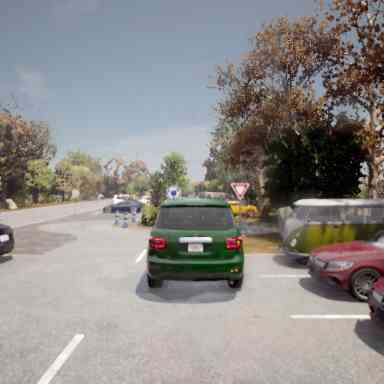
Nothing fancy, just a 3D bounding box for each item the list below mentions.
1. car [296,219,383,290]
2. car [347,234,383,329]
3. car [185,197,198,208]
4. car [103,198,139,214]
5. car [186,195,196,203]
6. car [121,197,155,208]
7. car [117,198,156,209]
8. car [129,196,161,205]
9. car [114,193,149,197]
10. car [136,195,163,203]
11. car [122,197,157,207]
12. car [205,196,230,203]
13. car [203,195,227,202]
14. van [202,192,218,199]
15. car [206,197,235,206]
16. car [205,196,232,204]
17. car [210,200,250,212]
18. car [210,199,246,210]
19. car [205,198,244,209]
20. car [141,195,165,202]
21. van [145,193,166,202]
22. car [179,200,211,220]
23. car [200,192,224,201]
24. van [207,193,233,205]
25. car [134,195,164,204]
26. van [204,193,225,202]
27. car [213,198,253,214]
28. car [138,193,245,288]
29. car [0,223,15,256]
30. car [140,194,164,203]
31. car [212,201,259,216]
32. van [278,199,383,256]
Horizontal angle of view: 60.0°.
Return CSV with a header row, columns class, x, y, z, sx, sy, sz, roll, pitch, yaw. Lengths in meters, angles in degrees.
class,x,y,z,sx,sy,sz,roll,pitch,yaw
car,5.059,1.482,7.527,4.674,1.452,2.002,0,0,0
car,5.053,1.503,4.742,4.674,1.452,2.002,0,0,0
car,-0.087,1.575,52.811,1.882,1.535,5.008,0,0,0
car,-8.269,1.796,39.965,4.792,1.488,2.163,0,1,0
car,-0.116,1.420,67.713,1.837,1.490,4.892,0,1,1
car,-8.218,1.603,51.068,4.892,1.521,2.231,0,1,0
car,-8.043,1.640,48.292,5.366,1.575,1.946,0,1,0
car,-8.398,1.476,59.516,5.366,1.575,1.946,0,1,0
car,-8.204,1.433,45.512,5.566,2.045,2.435,0,1,0
car,-8.211,1.418,64.936,4.892,1.521,2.231,0,1,0
car,-8.406,1.558,53.844,5.366,1.575,1.946,0,1,0
car,4.904,1.447,64.867,4.792,1.488,2.163,0,0,0
car,4.887,1.375,70.405,5.008,1.535,2.097,0,0,0
van,5.030,1.013,92.689,4.442,1.987,1.878,0,0,0
car,4.835,1.551,56.564,4.792,1.488,2.163,0,1,0
car,4.900,1.475,62.228,4.792,1.488,2.163,0,1,0
car,4.814,1.756,42.716,4.792,1.488,2.163,0,1,0
car,4.845,1.725,45.486,4.674,1.452,2.002,0,1,0
car,4.666,1.641,48.255,5.366,1.575,1.946,0,1,0
car,-8.168,1.403,70.489,4.792,1.488,2.163,0,0,0
van,-8.077,1.131,73.264,4.442,1.987,1.878,0,0,0
car,0.193,1.714,32.955,2.097,1.767,4.553,1,0,-13
car,4.870,1.056,81.483,5.566,2.045,2.435,0,0,0
van,4.984,1.255,59.454,4.442,1.987,1.878,0,1,0
car,-8.024,1.443,62.169,5.366,1.575,1.946,0,1,0
van,5.003,1.132,73.173,4.442,1.987,1.878,0,0,0
car,4.871,1.640,40.068,4.553,1.767,2.185,0,1,0
car,0.089,1.172,9.244,2.150,2.045,5.566,0,0,0
car,-8.047,1.453,10.147,4.792,1.488,2.163,0,0,0
car,-8.170,1.268,67.715,4.553,1.767,2.185,0,0,0
car,4.831,1.806,37.299,5.008,1.535,2.097,0,1,0
van,4.936,1.199,10.199,4.442,1.987,1.878,-1,0,0
